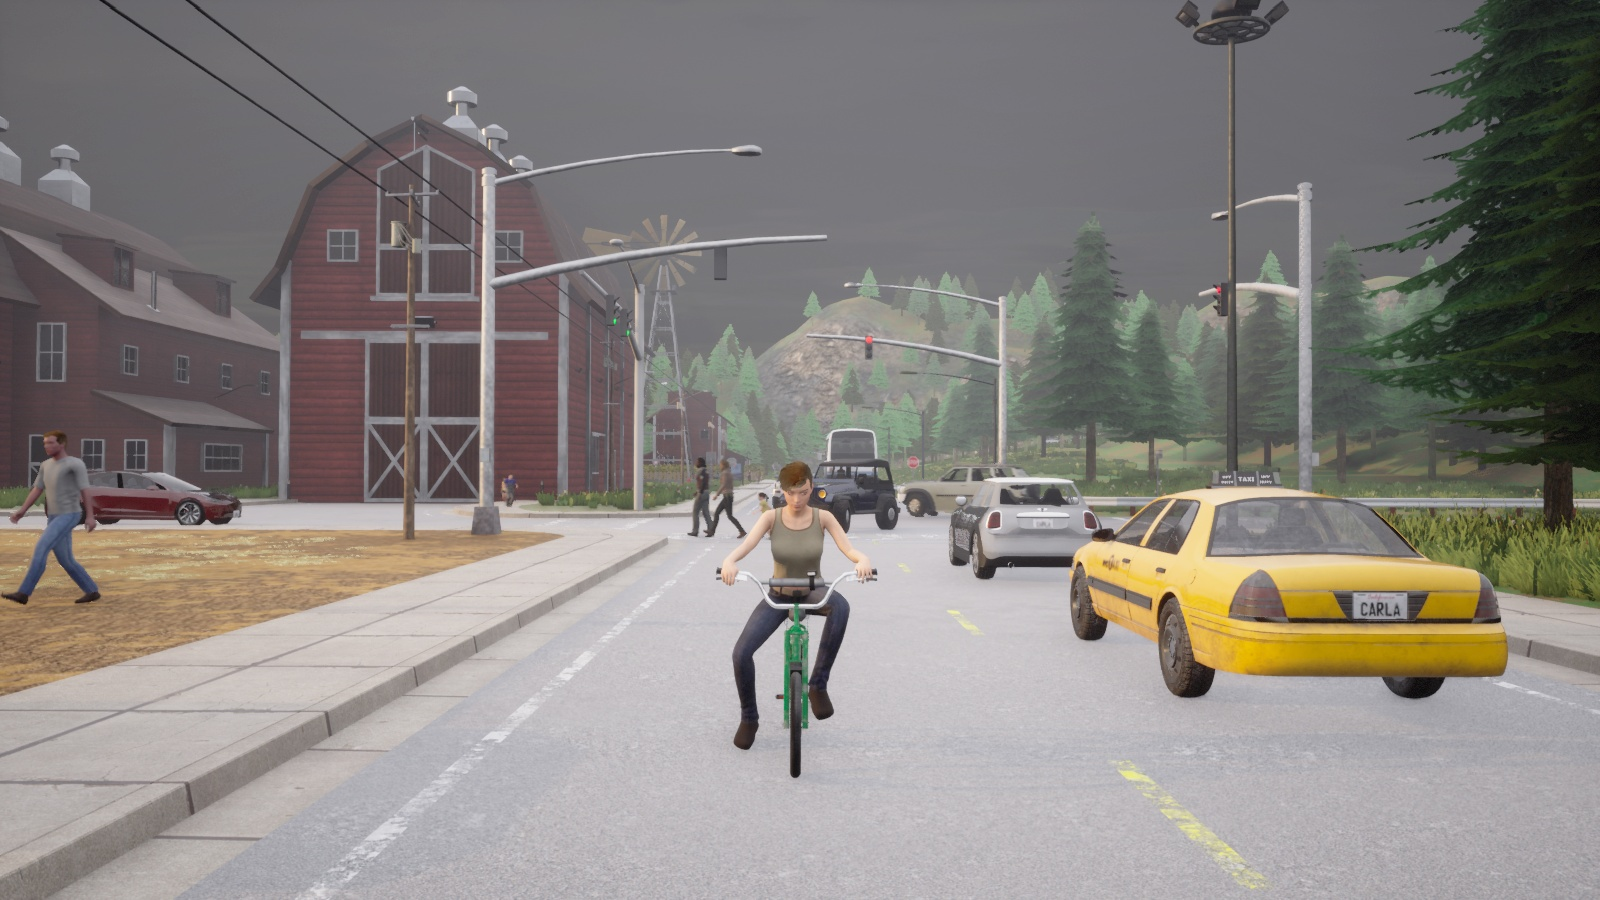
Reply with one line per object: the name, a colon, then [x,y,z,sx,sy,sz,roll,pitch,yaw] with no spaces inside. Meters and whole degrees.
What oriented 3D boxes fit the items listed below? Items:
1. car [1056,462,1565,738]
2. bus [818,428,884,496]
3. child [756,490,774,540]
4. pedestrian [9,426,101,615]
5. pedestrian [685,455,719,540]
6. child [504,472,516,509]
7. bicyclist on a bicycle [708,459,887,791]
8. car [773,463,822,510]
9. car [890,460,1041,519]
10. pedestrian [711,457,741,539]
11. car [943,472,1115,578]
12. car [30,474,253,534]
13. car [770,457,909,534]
car: [3.477,0.906,9.897,1.801,1.575,5.366,0,-1,0]
bus: [3.302,0.837,84.318,3.944,4.253,10.273,0,-1,0]
child: [-0.793,1.468,28.355,0.394,1.110,0.255,0,-1,1]
pedestrian: [-7.454,0.689,12.580,0.354,1.836,0.706,-1,-1,27]
pedestrian: [-2.256,1.091,28.885,0.666,1.930,0.402,-1,-1,21]
child: [-9.968,1.401,43.216,0.270,1.263,0.437,0,-1,-32]
bicyclist on a bicycle: [-0.011,0.867,6.884,0.866,1.612,1.509,0,-1,0]
car: [-0.121,1.504,52.097,1.932,1.855,4.605,0,-1,0]
car: [5.527,1.298,41.925,4.605,1.855,1.932,-1,0,23]
pedestrian: [-1.679,1.091,28.489,0.634,1.846,0.331,0,-1,7]
car: [3.455,1.096,19.668,1.970,1.475,3.806,0,-1,0]
car: [-17.390,1.413,33.345,4.792,1.488,2.163,0,-1,-1]
car: [1.099,1.141,32.788,1.905,1.878,3.866,-1,-1,33]
